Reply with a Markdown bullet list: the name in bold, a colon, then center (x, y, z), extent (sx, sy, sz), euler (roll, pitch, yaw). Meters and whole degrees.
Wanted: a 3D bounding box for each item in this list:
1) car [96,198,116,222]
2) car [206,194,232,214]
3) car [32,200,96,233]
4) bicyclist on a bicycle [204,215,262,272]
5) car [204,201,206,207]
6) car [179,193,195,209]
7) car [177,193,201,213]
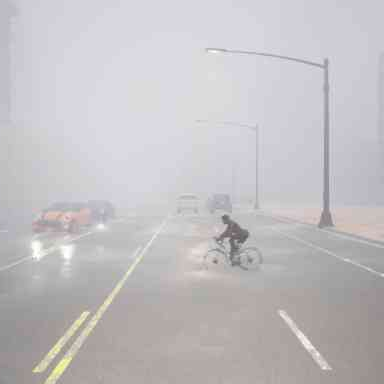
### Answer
- **car**: center (-7.421, 1.381, 26.235), extent (2.097, 1.767, 4.553), euler (0, 0, -1)
- **car**: center (3.014, 1.221, 36.092), extent (2.150, 2.045, 5.566), euler (0, 0, -1)
- **car**: center (-7.399, 1.350, 19.364), extent (2.097, 1.767, 4.553), euler (0, 0, -1)
- **bicyclist on a bicycle**: center (1.128, 1.455, 9.348), extent (1.656, 1.620, 0.582), euler (-2, 0, -1)
- **car**: center (2.805, 1.547, 46.747), extent (2.033, 1.411, 5.357), euler (0, 0, -1)
- **car**: center (-0.683, 1.221, 47.536), extent (2.150, 2.045, 5.566), euler (0, 0, -1)
- **car**: center (-0.500, 1.221, 36.943), extent (2.150, 2.045, 5.566), euler (0, 0, -1)
